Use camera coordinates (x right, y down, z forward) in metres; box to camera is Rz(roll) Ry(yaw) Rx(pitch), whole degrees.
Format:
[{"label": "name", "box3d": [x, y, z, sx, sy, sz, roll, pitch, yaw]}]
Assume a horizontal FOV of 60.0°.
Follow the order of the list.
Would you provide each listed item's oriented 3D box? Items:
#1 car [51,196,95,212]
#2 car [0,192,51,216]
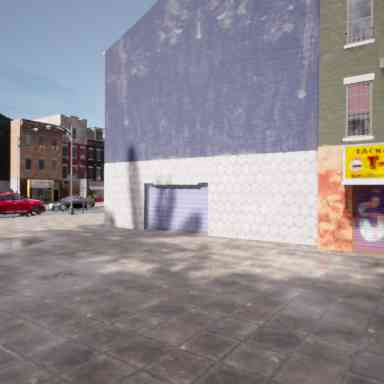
[{"label": "car", "box3d": [-12.369, 1.181, 34.426, 2.128, 1.511, 4.902, 1, 1, 36]}, {"label": "car", "box3d": [-14.541, 1.044, 26.283, 2.150, 2.045, 5.566, 1, 1, 35]}]
